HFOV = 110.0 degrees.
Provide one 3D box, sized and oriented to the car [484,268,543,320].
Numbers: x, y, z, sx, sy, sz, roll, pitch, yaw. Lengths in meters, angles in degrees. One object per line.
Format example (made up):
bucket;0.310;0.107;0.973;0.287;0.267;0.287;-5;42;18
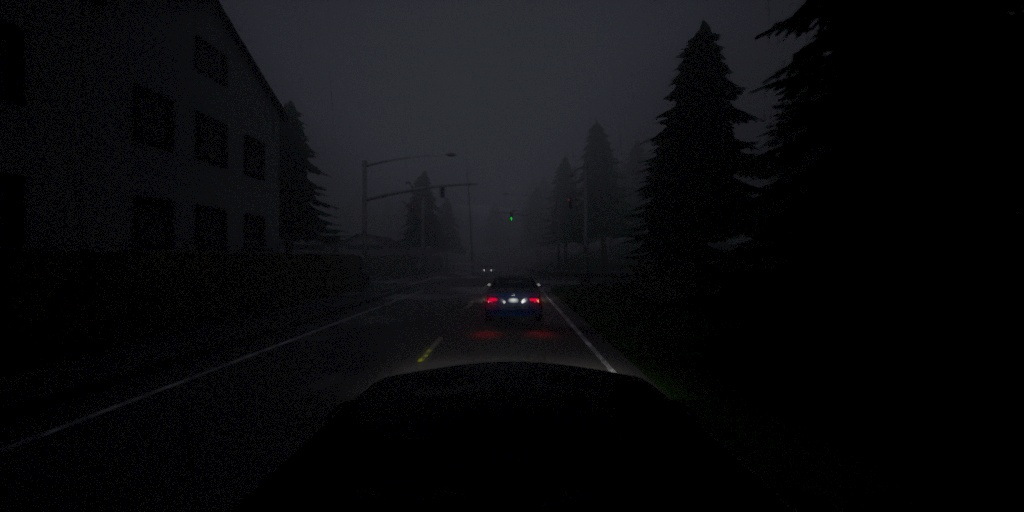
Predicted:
car;0.065;1.317;12.714;2.033;1.411;5.357;0;0;0

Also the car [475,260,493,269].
car;-4.668;1.399;58.989;2.033;1.411;5.357;0;0;-21
